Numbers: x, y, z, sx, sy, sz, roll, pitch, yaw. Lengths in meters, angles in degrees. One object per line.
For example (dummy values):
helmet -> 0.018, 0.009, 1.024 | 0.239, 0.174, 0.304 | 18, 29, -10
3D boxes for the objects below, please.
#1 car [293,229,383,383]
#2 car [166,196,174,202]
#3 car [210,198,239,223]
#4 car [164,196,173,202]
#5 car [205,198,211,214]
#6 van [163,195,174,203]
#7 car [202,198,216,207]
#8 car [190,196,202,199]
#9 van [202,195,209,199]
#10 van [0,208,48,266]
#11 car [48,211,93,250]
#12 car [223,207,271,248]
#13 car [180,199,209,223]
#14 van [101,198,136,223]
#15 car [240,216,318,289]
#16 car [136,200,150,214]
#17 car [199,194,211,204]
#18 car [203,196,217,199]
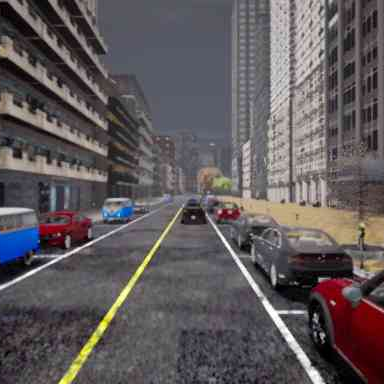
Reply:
car -> 2.695, 1.445, 3.432 | 1.967, 1.590, 4.097 | 0, 0, 0
car -> -5.664, 1.753, 86.278 | 1.947, 1.339, 4.313 | 0, 0, 0
car -> 2.701, 1.478, 25.523 | 1.967, 1.590, 4.097 | 0, 0, 0
car -> -5.666, 1.695, 80.585 | 1.752, 1.417, 4.829 | 0, 0, 0
car -> 2.704, 1.625, 36.570 | 1.947, 1.339, 4.313 | 0, 0, 0
van -> -5.667, 1.495, 75.232 | 1.690, 1.788, 3.998 | 0, 0, 0
car -> 2.708, 1.647, 53.138 | 2.008, 1.369, 4.403 | 0, 0, 0
car -> 0.113, 1.606, 46.339 | 1.812, 1.442, 4.674 | 0, 0, 0
van -> 2.707, 1.424, 47.616 | 1.690, 1.788, 3.998 | 0, 0, 0
van -> -5.684, 1.354, 8.959 | 1.690, 1.788, 3.998 | 0, 0, 0
car -> -5.683, 1.566, 14.481 | 1.887, 1.381, 4.507 | 0, 0, 0
car -> 2.698, 1.571, 14.479 | 2.008, 1.369, 4.403 | 0, 0, 0
car -> 0.107, 1.545, 26.183 | 1.837, 1.490, 4.892 | 0, 0, 0
van -> -5.680, 1.379, 25.527 | 1.690, 1.788, 3.998 | 0, 0, 0
car -> 2.696, 1.563, 8.955 | 2.008, 1.369, 4.403 | 0, 0, 0
car -> -5.677, 1.610, 36.572 | 2.008, 1.369, 4.403 | 0, 0, 0
car -> 2.713, 1.453, 69.708 | 2.192, 1.841, 5.009 | 0, 0, 0
car -> 2.705, 1.615, 42.092 | 1.887, 1.381, 4.507 | 0, 0, 0
